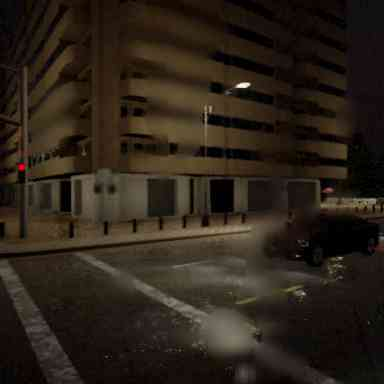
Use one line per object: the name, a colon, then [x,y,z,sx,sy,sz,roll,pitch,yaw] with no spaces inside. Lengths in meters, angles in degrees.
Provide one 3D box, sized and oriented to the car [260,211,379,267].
car: [4.515,1.446,11.496,5.008,1.535,1.882,0,0,-35]
